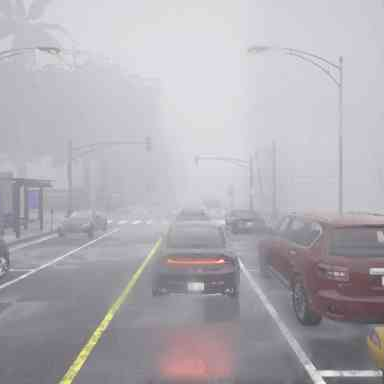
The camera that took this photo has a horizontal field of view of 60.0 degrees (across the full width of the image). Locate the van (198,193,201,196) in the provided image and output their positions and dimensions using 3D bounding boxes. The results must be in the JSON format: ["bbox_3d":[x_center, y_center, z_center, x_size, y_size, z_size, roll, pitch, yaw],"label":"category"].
[{"bbox_3d":[2.892,1.277,82.224,1.690,1.788,3.998,0,0,0],"label":"van"}]

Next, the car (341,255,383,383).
[{"bbox_3d":[2.763,1.525,1.739,1.752,1.417,4.829,0,0,0],"label":"car"}]

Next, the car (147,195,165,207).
[{"bbox_3d":[-5.685,1.526,49.736,2.008,1.369,4.403,0,0,0],"label":"car"}]

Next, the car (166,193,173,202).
[{"bbox_3d":[-5.650,1.392,71.417,1.967,1.590,4.097,0,0,0],"label":"car"}]

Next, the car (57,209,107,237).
[{"bbox_3d":[-5.736,1.577,17.877,1.802,1.307,4.206,0,0,0],"label":"car"}]

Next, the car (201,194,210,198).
[{"bbox_3d":[2.849,1.496,55.293,1.752,1.417,4.829,0,0,0],"label":"car"}]

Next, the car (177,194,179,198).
[{"bbox_3d":[-5.616,1.234,93.098,2.192,1.841,5.009,0,0,0],"label":"car"}]

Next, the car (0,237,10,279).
[{"bbox_3d":[-5.754,1.439,7.024,1.967,1.590,4.097,0,0,0],"label":"car"}]

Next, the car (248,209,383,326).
[{"bbox_3d":[2.771,1.314,6.994,2.192,1.841,5.009,0,0,0],"label":"car"}]

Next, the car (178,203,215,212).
[{"bbox_3d":[0.032,1.559,18.606,1.994,1.385,4.181,0,0,0],"label":"car"}]

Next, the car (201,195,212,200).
[{"bbox_3d":[2.840,1.541,49.702,1.947,1.339,4.313,0,0,0],"label":"car"}]

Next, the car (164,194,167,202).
[{"bbox_3d":[-5.677,1.410,55.156,1.967,1.590,4.097,0,0,0],"label":"car"}]

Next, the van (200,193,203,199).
[{"bbox_3d":[2.857,1.306,60.543,1.690,1.788,3.998,0,0,0],"label":"van"}]

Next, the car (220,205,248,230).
[{"bbox_3d":[2.789,1.561,17.845,1.947,1.339,4.313,0,0,0],"label":"car"}]

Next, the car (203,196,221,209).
[{"bbox_3d":[2.832,1.545,44.282,1.947,1.339,4.313,0,0,0],"label":"car"}]

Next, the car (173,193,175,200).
[{"bbox_3d":[-5.642,1.259,76.837,2.192,1.841,5.009,0,0,0],"label":"car"}]

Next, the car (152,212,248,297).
[{"bbox_3d":[0.090,1.503,8.577,1.837,1.490,4.892,0,0,0],"label":"car"}]
